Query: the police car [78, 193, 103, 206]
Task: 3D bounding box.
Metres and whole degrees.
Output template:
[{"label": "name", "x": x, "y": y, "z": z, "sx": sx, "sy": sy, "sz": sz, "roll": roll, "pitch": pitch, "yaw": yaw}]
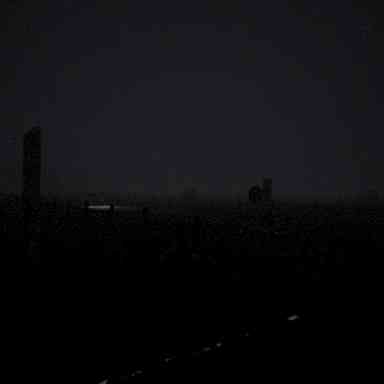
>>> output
[{"label": "police car", "x": -12.752, "y": 0.889, "z": 41.822, "sx": 2.038, "sy": 1.542, "sz": 4.974, "roll": 1, "pitch": 0, "yaw": -35}]
